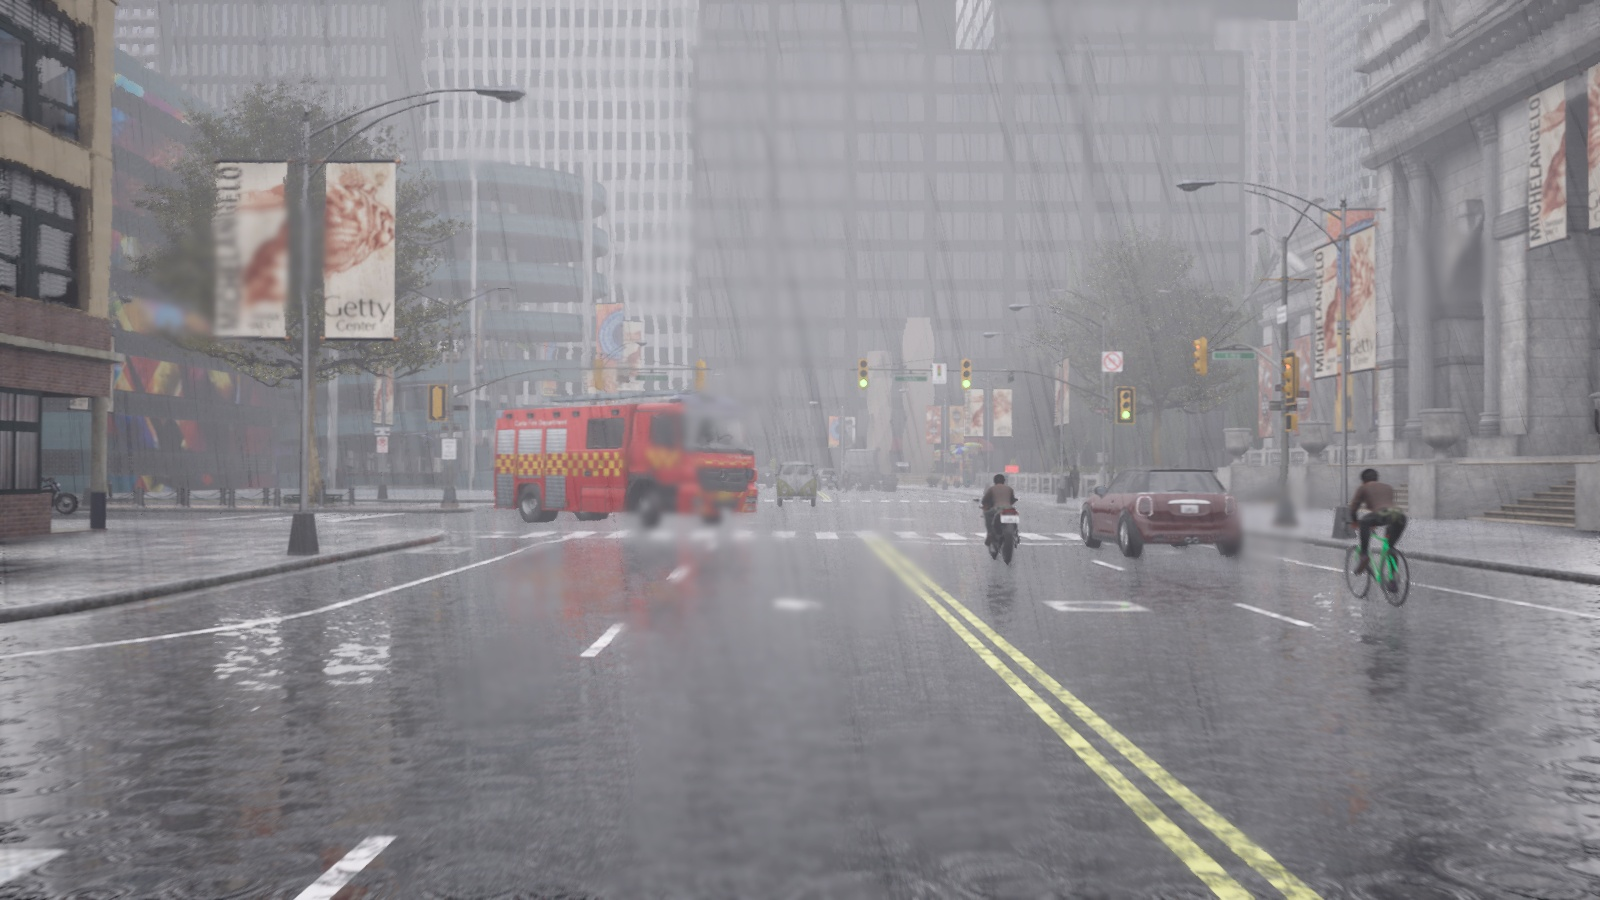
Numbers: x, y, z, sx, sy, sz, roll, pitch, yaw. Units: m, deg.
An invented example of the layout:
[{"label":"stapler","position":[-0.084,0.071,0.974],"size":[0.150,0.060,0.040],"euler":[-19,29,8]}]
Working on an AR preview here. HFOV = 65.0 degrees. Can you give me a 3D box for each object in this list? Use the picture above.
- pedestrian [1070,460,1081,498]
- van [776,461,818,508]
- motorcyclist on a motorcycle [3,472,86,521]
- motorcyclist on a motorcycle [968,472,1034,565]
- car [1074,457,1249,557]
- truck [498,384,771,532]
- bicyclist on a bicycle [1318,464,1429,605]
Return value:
[{"label":"pedestrian","position":[14.044,1.488,64.090],"size":[0.395,1.930,0.692],"euler":[0,-1,0]},{"label":"van","position":[-0.135,1.501,55.763],"size":[1.775,1.987,4.442],"euler":[0,-1,0]},{"label":"motorcyclist on a motorcycle","position":[-25.792,1.586,42.873],"size":[2.350,1.649,0.766],"euler":[0,-1,0]},{"label":"motorcyclist on a motorcycle","position":[3.448,1.146,21.695],"size":[0.797,1.523,2.044],"euler":[0,-1,0]},{"label":"car","position":[6.940,1.058,24.674],"size":[2.097,1.767,4.553],"euler":[0,-1,0]},{"label":"truck","position":[-4.948,0.276,36.183],"size":[8.468,3.827,2.891],"euler":[-1,-1,41]},{"label":"bicyclist on a bicycle","position":[6.963,0.996,15.327],"size":[0.582,1.620,1.656],"euler":[0,-1,0]}]
